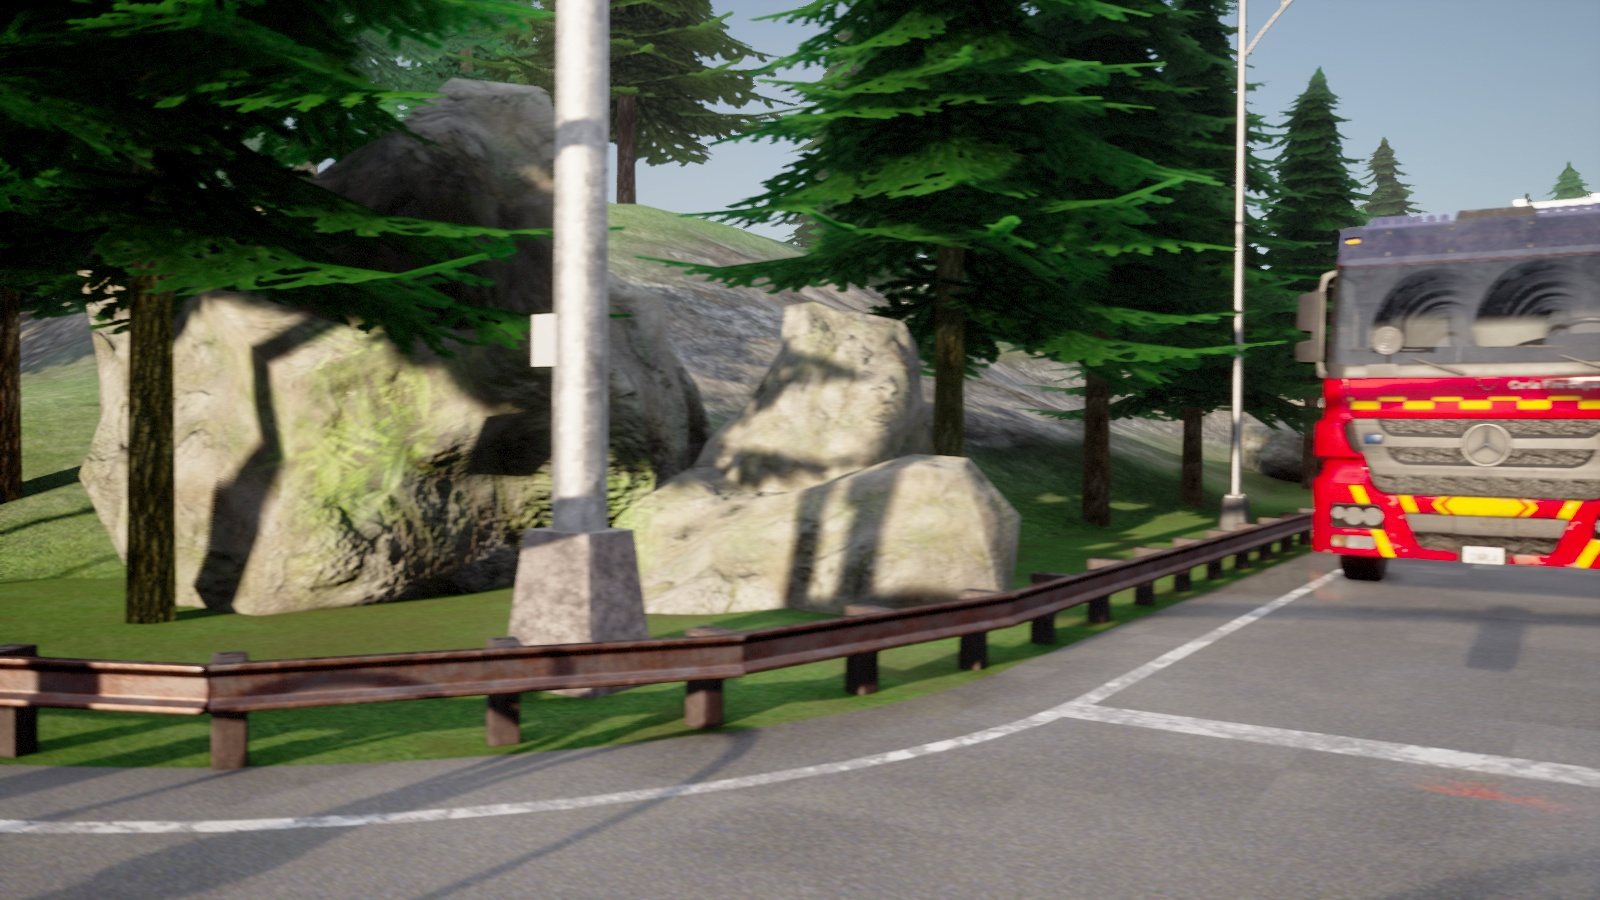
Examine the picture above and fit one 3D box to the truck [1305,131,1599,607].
[{"bbox_3d":[8.070,-0.728,14.083,2.891,3.827,8.468,0,1,33],"label":"truck"}]
